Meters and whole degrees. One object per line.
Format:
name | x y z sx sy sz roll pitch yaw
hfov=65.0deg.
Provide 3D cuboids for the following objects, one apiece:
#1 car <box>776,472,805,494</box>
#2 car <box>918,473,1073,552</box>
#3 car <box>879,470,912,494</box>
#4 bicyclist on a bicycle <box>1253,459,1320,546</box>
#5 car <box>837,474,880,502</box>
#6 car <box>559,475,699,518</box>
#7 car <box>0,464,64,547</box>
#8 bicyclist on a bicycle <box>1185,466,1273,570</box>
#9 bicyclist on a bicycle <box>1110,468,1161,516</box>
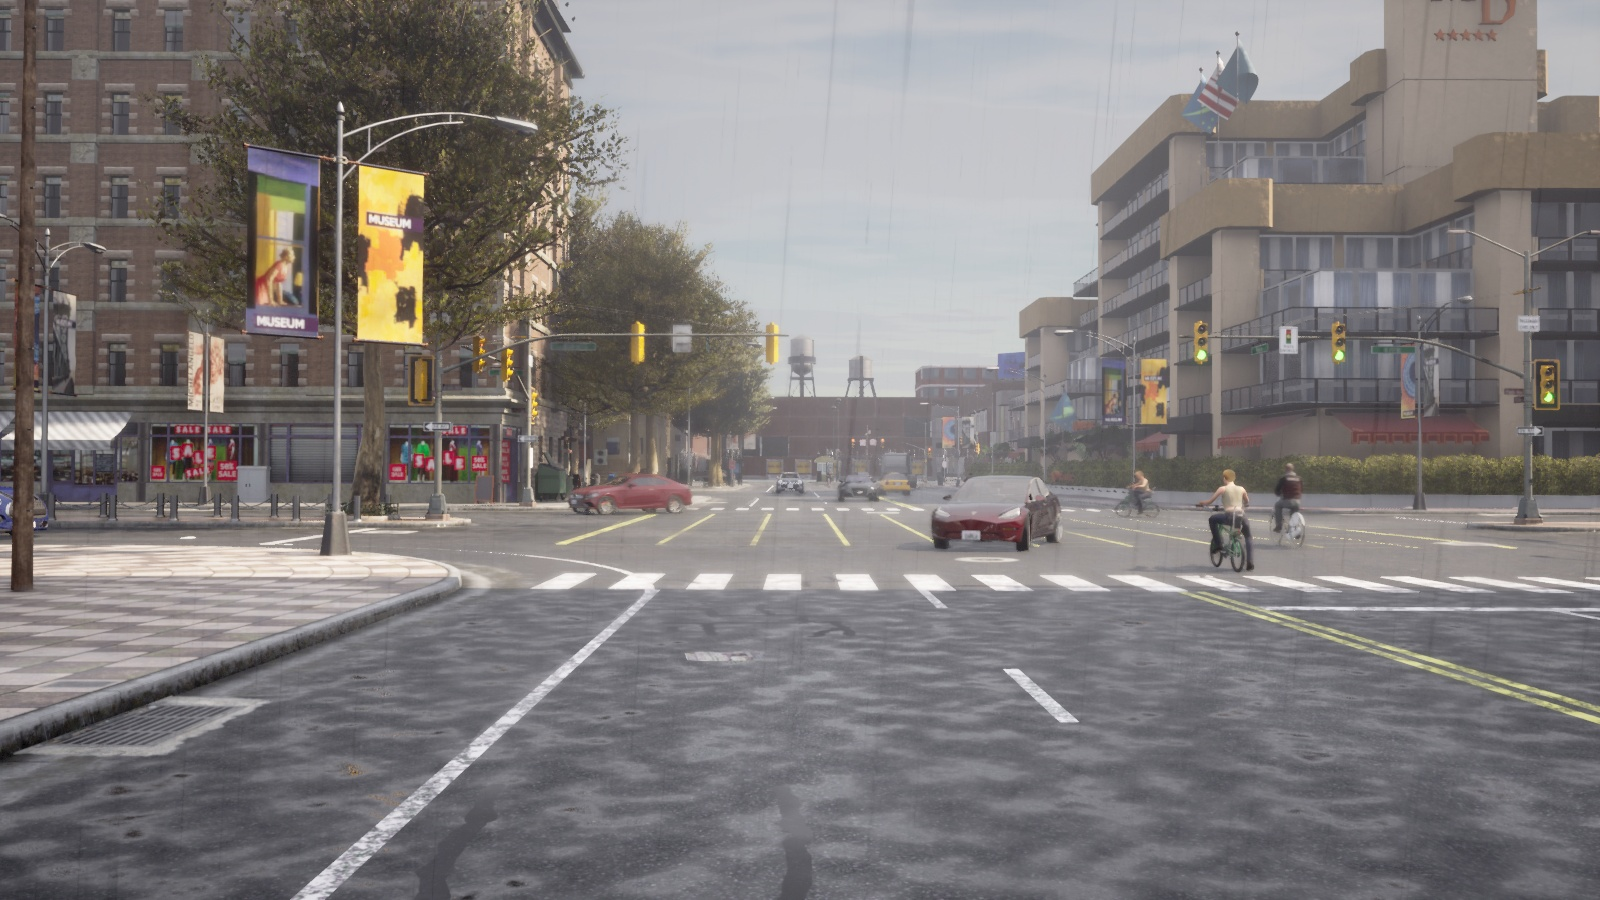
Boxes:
car | -0.668 2.234 86.631 1.970 1.475 3.806 0 -1 0
car | 4.226 1.240 26.437 2.163 1.488 4.792 -1 -1 22
car | 6.351 2.136 84.076 1.801 1.575 5.366 0 -1 0
bicyclist on a bicycle | 10.297 1.091 26.645 0.659 1.776 1.843 0 -1 0
car | 2.995 1.956 65.030 1.994 1.385 4.181 0 -1 -1
car | -6.048 1.613 44.658 4.674 1.442 1.812 1 -1 -39
car | -19.190 1.215 27.790 4.553 1.767 2.097 0 -1 1
bicyclist on a bicycle | 6.848 1.061 20.119 0.866 1.612 1.509 0 -1 -1
bicyclist on a bicycle | 11.434 1.423 42.829 1.509 1.612 0.866 0 -1 0
